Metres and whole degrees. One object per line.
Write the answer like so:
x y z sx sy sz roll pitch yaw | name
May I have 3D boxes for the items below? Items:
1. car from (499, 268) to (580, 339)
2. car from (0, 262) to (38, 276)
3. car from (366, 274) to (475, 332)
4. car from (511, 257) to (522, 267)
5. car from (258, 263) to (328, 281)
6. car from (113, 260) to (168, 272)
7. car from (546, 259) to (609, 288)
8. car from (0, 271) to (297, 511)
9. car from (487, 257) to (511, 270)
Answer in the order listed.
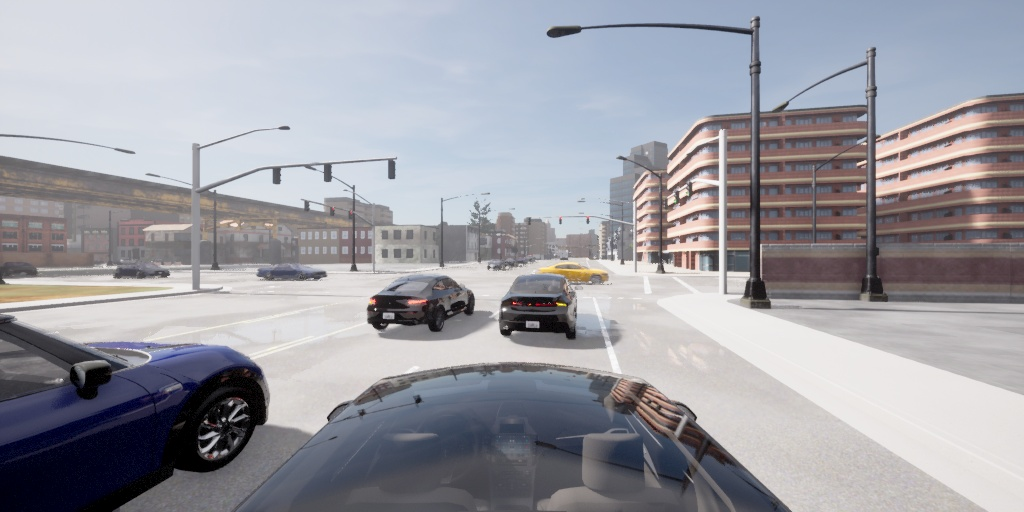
0.909 1.255 10.232 1.837 1.490 4.892 0 0 11 | car
-49.937 1.297 36.267 5.357 1.411 2.033 0 0 30 | car
-2.536 1.276 10.873 1.812 1.442 4.674 0 0 11 | car
-0.228 0.957 57.287 1.882 1.535 5.008 0 1 11 | car
-18.074 1.297 29.451 5.357 1.411 2.033 0 0 8 | car
-33.022 1.312 32.009 4.181 1.385 1.994 0 0 10 | car
4.295 1.206 25.530 5.008 1.535 1.882 0 0 10 | car
-3.858 1.102 2.096 2.097 1.767 4.553 0 0 6 | car
-2.028 1.106 48.010 2.128 1.511 4.902 0 1 11 | car
